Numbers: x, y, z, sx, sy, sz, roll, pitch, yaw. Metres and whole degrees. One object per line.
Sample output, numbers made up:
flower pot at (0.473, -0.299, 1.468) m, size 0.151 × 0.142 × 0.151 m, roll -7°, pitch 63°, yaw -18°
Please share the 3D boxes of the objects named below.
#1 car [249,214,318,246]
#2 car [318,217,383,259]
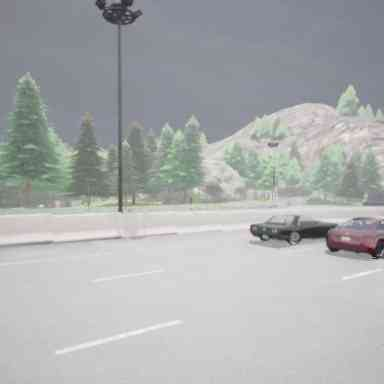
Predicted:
car at (5.087, 1.737, 16.094) m, size 4.718 × 1.301 × 1.895 m, roll 1°, pitch 0°, yaw -35°
car at (7.275, 1.702, 13.348) m, size 4.181 × 1.385 × 1.994 m, roll 1°, pitch 0°, yaw -35°
